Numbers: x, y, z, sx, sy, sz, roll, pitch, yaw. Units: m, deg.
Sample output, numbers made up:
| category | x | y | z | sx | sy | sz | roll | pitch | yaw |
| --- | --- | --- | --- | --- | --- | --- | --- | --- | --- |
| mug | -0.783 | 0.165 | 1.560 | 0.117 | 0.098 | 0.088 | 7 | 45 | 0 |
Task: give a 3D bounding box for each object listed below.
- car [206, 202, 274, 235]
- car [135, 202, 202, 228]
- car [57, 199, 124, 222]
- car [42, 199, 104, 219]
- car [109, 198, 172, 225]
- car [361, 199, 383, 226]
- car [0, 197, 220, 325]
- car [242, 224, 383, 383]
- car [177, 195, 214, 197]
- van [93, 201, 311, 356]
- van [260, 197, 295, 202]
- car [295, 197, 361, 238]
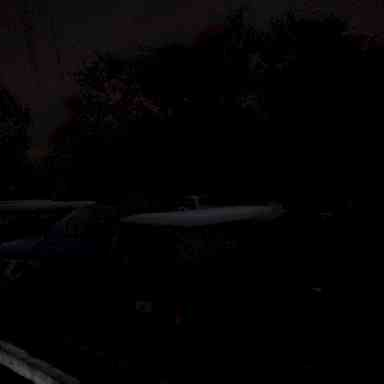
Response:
| category | x | y | z | sx | sy | sz | roll | pitch | yaw |
| --- | --- | --- | --- | --- | --- | --- | --- | --- | --- |
| car | 3.138 | 1.501 | 20.563 | 1.946 | 1.575 | 5.366 | 0 | 0 | 35 |
| car | -1.526 | 1.524 | 23.582 | 2.163 | 1.488 | 4.792 | 0 | 0 | 35 |
| car | -8.426 | 1.477 | 28.248 | 1.946 | 1.575 | 5.366 | 0 | 0 | 35 |
| car | -10.586 | 1.476 | 30.002 | 2.231 | 1.521 | 4.892 | 0 | 0 | 35 |
| car | -3.762 | 1.364 | 25.230 | 2.185 | 1.767 | 4.553 | 0 | 0 | 35 |
| car | 9.824 | 1.262 | 15.594 | 2.435 | 2.045 | 5.566 | 0 | 0 | 35 |
| car | -1.783 | 1.258 | 7.769 | 2.435 | 2.045 | 5.566 | 0 | 0 | 35 |
| car | 2.823 | 1.514 | 4.569 | 2.231 | 1.521 | 4.892 | 0 | 0 | 35 |
| car | 0.777 | 1.248 | 22.032 | 2.435 | 2.045 | 5.566 | 0 | 0 | 35 |
| van | 0.590 | 1.288 | 6.276 | 1.878 | 1.987 | 4.442 | 0 | 0 | 35 |
| van | 5.367 | 1.283 | 18.909 | 1.878 | 1.987 | 4.442 | 0 | 0 | 35 |
| car | 7.586 | 1.263 | 17.239 | 2.435 | 2.045 | 5.566 | 0 | 0 | 35 |
